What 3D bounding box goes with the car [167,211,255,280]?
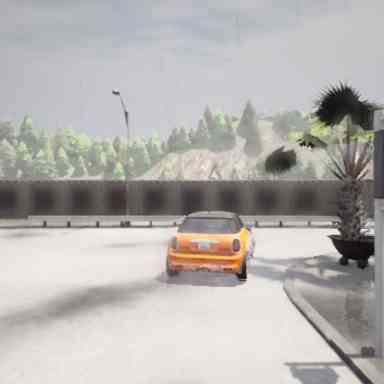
[{"bbox_3d":[0.773,1.373,10.315,2.097,1.767,4.553,0,0,13],"label":"car"}]
